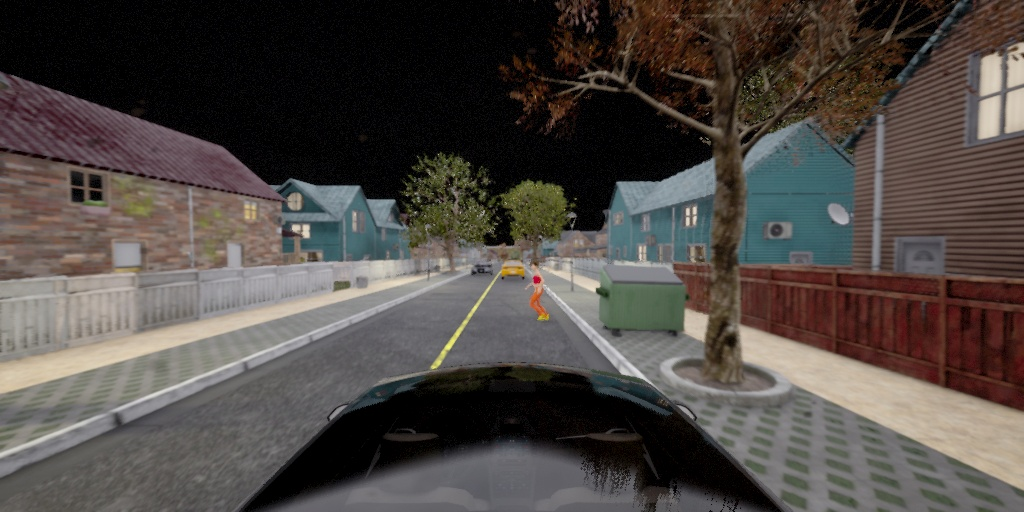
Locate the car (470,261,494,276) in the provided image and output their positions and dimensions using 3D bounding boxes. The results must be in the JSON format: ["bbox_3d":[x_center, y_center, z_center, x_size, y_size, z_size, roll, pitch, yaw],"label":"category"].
[{"bbox_3d":[-2.831,1.186,34.744,1.994,1.385,4.181,0,0,0],"label":"car"}]

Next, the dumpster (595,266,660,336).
[{"bbox_3d":[3.013,1.102,9.657,1.020,1.700,1.940,0,0,0],"label":"dumpster"}]

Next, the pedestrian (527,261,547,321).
[{"bbox_3d":[0.743,0.996,10.614,0.375,1.860,0.375,-2,2,-1],"label":"pedestrian"}]

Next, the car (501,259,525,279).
[{"bbox_3d":[0.095,1.108,30.715,1.882,1.535,5.008,0,0,0],"label":"car"}]
